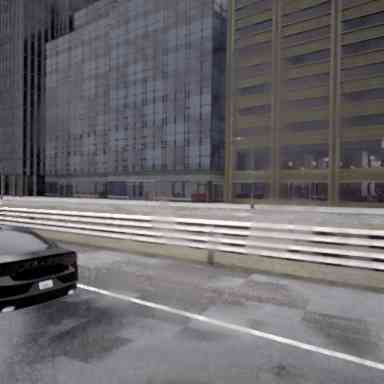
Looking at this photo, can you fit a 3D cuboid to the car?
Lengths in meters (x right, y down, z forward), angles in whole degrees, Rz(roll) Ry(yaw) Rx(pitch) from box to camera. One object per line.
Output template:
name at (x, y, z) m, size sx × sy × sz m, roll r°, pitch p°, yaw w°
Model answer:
car at (-4.565, 1.458, 7.245) m, size 5.008 × 1.535 × 1.882 m, roll 0°, pitch 0°, yaw 35°
